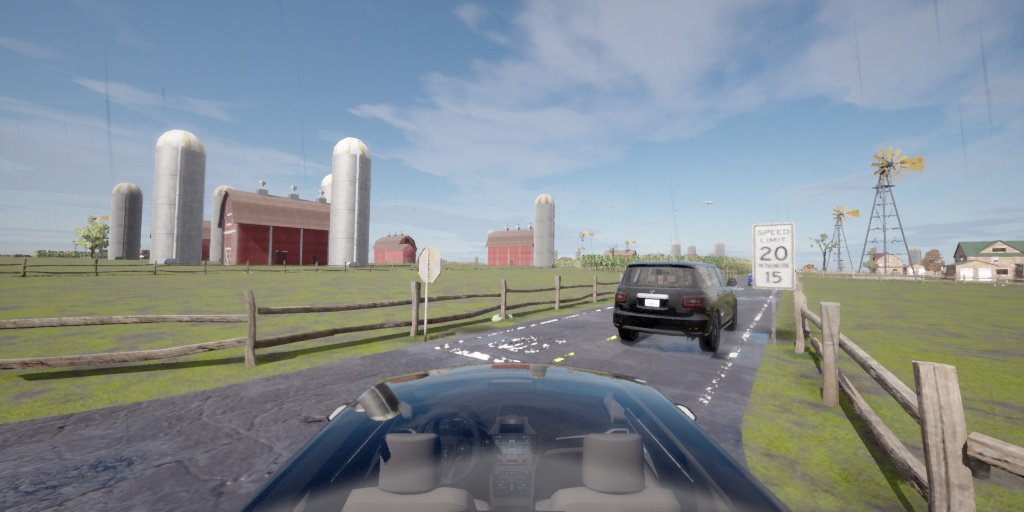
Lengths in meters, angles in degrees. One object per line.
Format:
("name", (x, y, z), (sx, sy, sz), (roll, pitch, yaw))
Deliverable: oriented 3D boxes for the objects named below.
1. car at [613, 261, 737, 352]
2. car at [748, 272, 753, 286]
("car", (4.676, 1.171, 9.862), (2.150, 2.045, 5.566), (-1, -2, 38))
("car", (24.354, 2.177, 35.032), (1.882, 1.535, 5.008), (-1, -2, 38))
